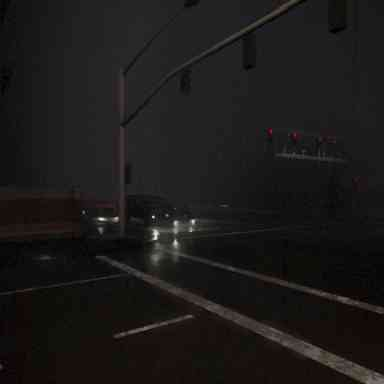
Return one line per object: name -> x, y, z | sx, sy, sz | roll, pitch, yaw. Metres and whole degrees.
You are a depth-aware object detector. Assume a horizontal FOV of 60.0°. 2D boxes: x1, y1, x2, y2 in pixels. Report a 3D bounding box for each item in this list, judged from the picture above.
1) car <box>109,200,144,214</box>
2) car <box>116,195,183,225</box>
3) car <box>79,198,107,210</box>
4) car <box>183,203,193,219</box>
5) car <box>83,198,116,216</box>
car -> -7.111, 1.601, 35.918 | 1.895, 1.301, 4.718 | 0, 0, -36
car -> -3.282, 1.222, 24.587 | 2.150, 2.045, 5.566 | 0, 0, -36
car -> -13.315, 1.547, 44.569 | 2.033, 1.411, 5.357 | 0, 0, -36
car -> -1.867, 1.352, 28.620 | 2.097, 1.767, 4.553 | 0, 0, -36
car -> -9.045, 1.478, 32.612 | 1.882, 1.535, 5.008 | 0, 0, -36
